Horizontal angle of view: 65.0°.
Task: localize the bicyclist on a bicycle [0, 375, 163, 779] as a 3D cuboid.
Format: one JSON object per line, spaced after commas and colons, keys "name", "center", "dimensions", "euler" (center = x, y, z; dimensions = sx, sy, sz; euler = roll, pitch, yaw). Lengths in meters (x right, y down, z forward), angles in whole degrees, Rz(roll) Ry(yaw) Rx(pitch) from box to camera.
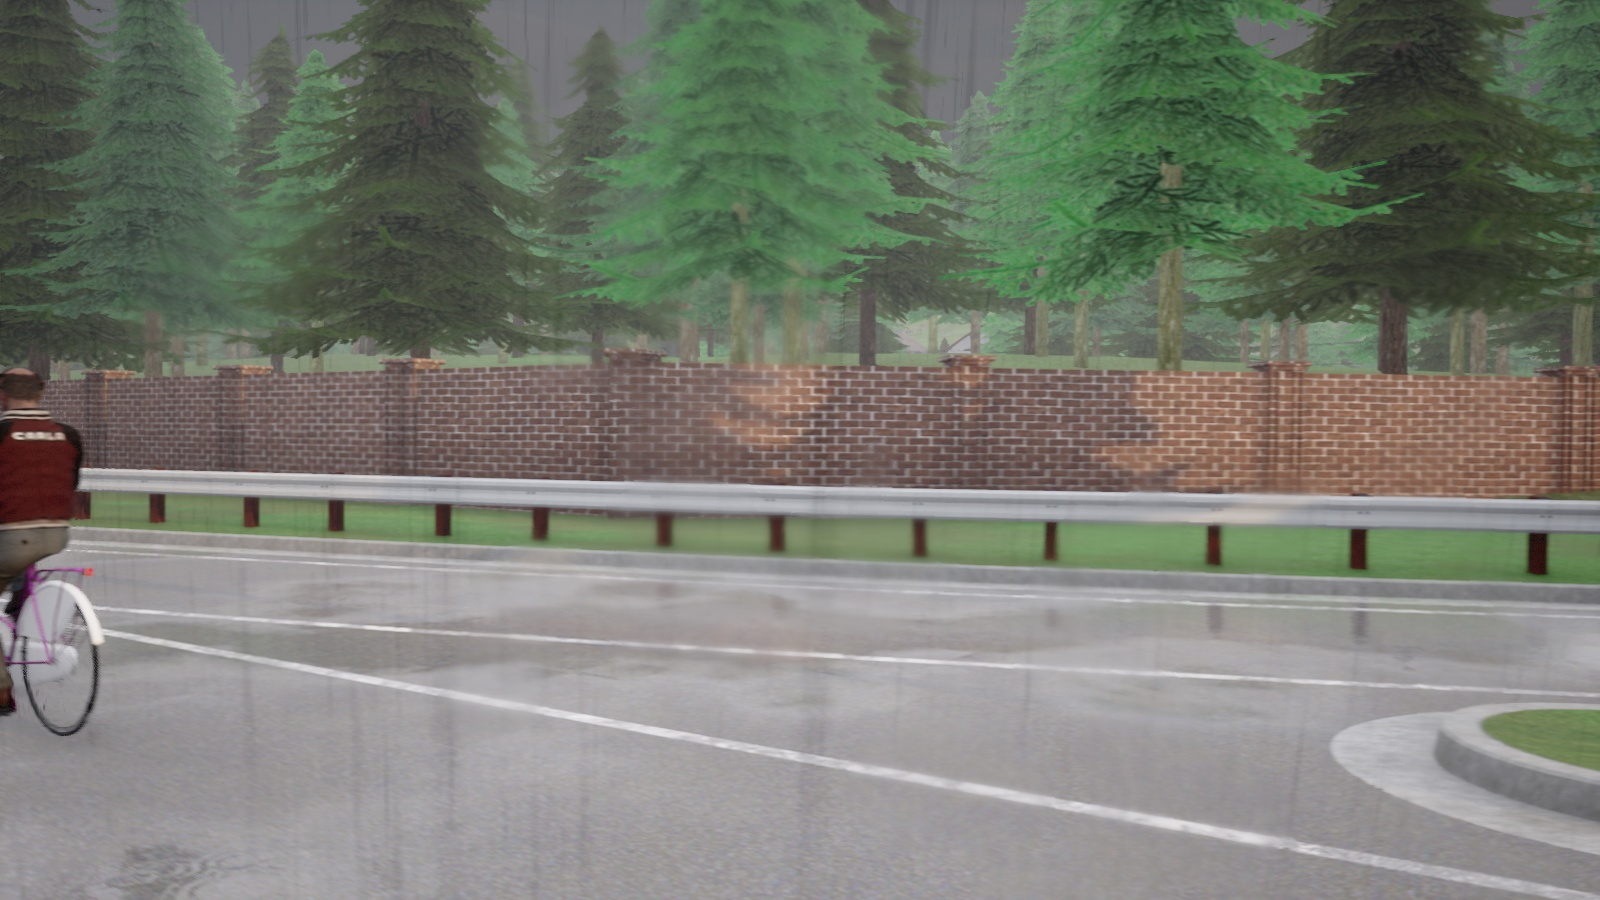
{"name": "bicyclist on a bicycle", "center": [-4.037, 0.553, 6.294], "dimensions": [1.843, 1.776, 0.659], "euler": [0, 1, 34]}
